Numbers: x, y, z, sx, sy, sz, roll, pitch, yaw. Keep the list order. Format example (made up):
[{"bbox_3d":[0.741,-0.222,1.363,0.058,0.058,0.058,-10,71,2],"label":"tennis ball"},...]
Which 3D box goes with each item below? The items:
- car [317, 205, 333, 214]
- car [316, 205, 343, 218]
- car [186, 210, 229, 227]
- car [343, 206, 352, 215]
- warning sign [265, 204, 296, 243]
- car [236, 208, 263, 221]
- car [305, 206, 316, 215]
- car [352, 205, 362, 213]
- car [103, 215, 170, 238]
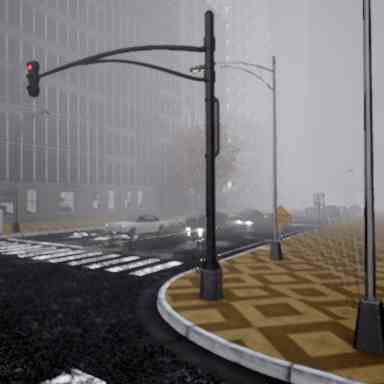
[{"bbox_3d":[24.359,3.170,60.907,1.812,1.442,4.674,-1,-2,33],"label":"car"},{"bbox_3d":[19.250,2.618,46.390,2.097,1.767,4.553,-1,-2,31],"label":"car"},{"bbox_3d":[1.535,2.365,30.353,2.033,1.411,5.357,-1,-2,32],"label":"car"},{"bbox_3d":[24.538,3.042,54.990,2.033,1.411,5.357,-1,-2,32],"label":"car"},{"bbox_3d":[4.606,1.606,17.291,1.300,1.860,1.060,0,0,32],"label":"warning sign"},{"bbox_3d":[6.741,2.609,38.797,1.994,1.385,4.181,-1,-2,32],"label":"car"},{"bbox_3d":[19.140,2.910,52.407,2.128,1.511,4.902,-1,-2,32],"label":"car"},{"bbox_3d":[31.946,3.289,65.049,1.812,1.442,4.674,-1,-2,32],"label":"car"},{"bbox_3d":[-3.569,2.195,22.057,1.895,1.301,4.718,-1,-2,32],"label":"car"}]
